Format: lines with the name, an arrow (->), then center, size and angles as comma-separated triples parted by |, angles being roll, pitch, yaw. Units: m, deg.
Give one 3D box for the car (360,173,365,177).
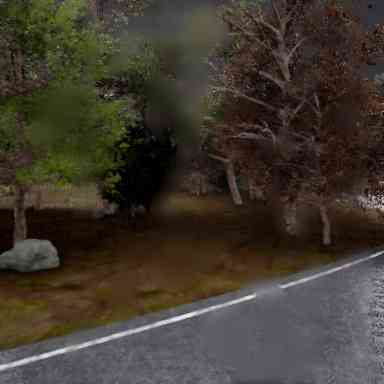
car -> 35.881, -3.585, 70.600 | 4.674, 1.442, 1.812 | -3, 3, 4
